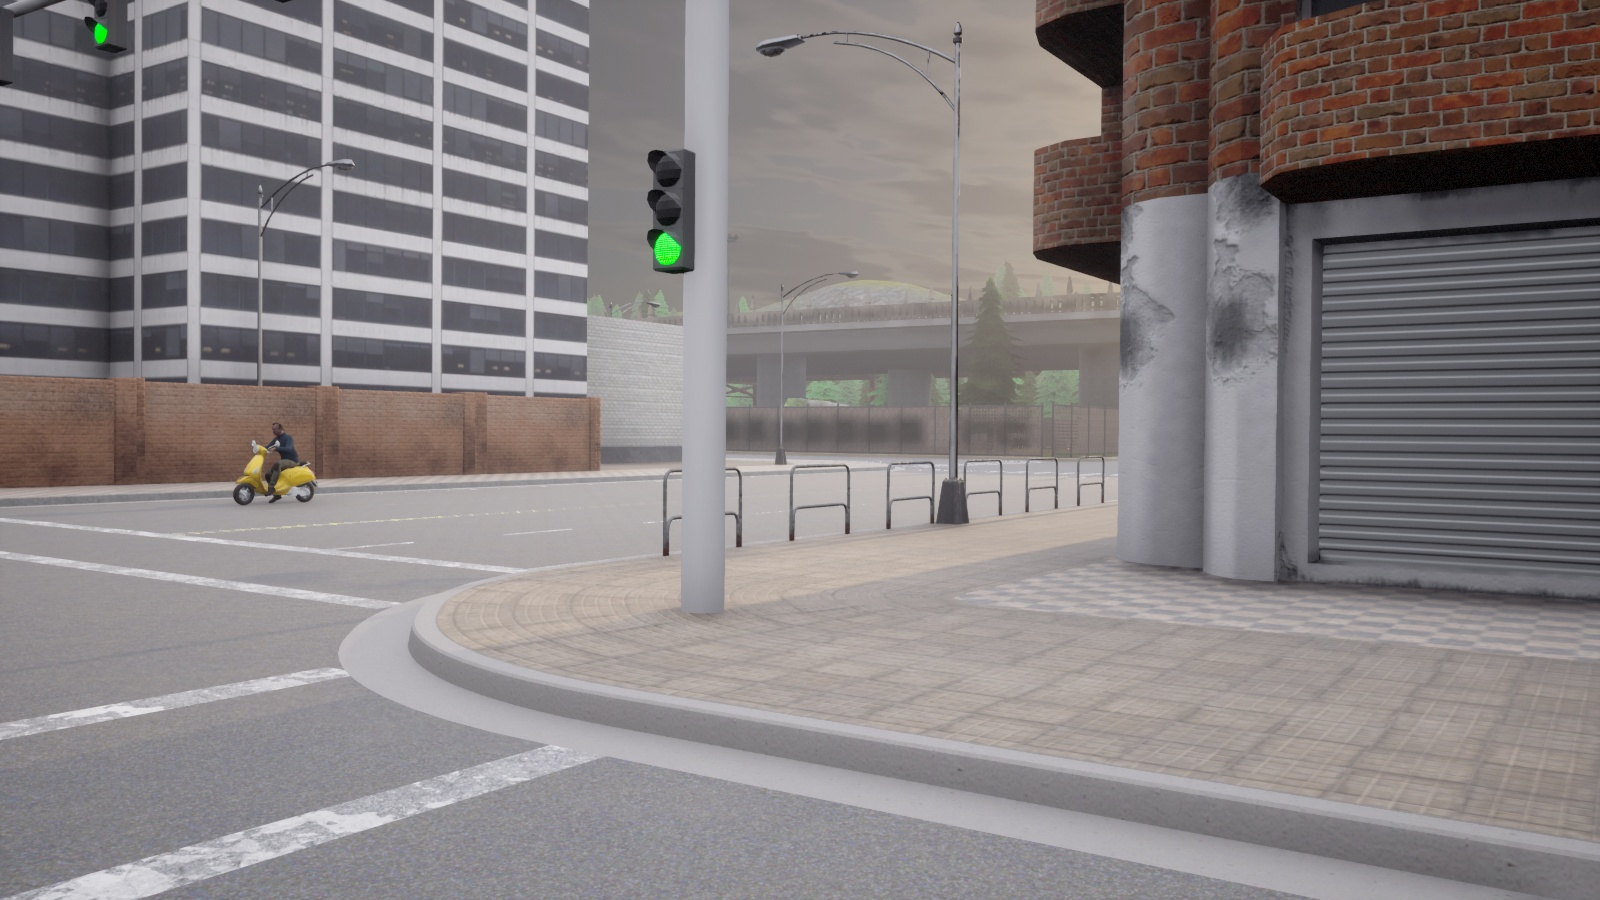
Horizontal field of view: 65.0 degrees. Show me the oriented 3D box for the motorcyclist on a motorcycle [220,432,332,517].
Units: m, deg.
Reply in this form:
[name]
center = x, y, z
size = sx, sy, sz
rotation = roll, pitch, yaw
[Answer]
[motorcyclist on a motorcycle]
center = -10.189, 0.443, 24.478
size = 0.866, 1.590, 1.817
rotation = 0, 1, 33
